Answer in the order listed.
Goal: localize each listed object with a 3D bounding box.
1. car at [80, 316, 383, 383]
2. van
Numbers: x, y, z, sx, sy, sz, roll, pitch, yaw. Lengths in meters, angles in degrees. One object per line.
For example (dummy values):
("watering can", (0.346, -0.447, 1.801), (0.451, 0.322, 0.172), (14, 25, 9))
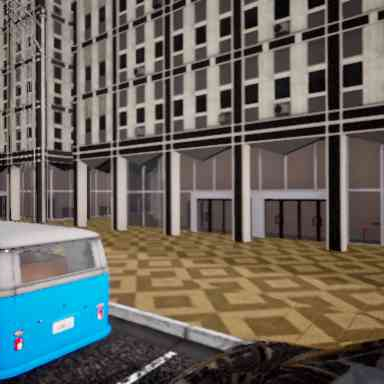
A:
("car", (1.599, 1.565, 1.738), (4.313, 1.339, 1.947), (0, 0, 35))
("van", (-3.037, 1.354, 5.045), (3.998, 1.788, 1.690), (0, 0, 35))
